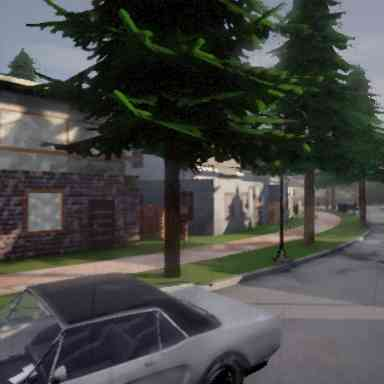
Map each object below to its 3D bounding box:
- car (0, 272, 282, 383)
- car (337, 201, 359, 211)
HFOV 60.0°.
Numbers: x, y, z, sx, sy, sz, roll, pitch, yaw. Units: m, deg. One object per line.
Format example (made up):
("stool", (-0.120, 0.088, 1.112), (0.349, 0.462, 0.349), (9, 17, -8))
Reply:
("car", (-1.312, 1.632, 3.223), (4.718, 1.301, 1.895), (0, -1, -38))
("car", (22.003, 1.968, 46.787), (1.994, 1.385, 4.181), (0, -1, 7))
